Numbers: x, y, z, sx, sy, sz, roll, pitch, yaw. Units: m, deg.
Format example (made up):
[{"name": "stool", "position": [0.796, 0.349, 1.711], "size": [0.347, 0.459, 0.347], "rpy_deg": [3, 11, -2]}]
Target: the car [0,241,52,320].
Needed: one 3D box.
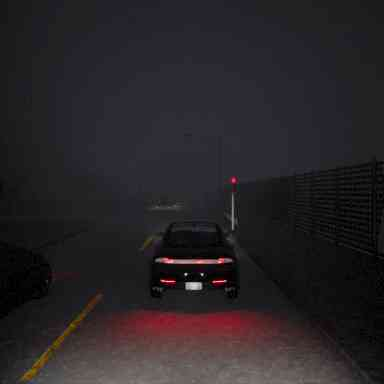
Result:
[{"name": "car", "position": [-4.086, 1.564, 5.667], "size": [1.994, 1.385, 4.181], "rpy_deg": [0, 0, 0]}]

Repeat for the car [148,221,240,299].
[{"name": "car", "position": [0.057, 1.492, 8.462], "size": [2.128, 1.511, 4.902], "rpy_deg": [0, 0, 1]}]

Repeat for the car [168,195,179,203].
[{"name": "car", "position": [-3.923, 1.478, 71.103], "size": [1.882, 1.535, 5.008], "rpy_deg": [0, 0, 0]}]

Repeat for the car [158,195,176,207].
[{"name": "car", "position": [-4.040, 1.352, 51.301], "size": [2.097, 1.767, 4.553], "rpy_deg": [0, 0, 0]}]

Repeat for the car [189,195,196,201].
[{"name": "car", "position": [0.090, 1.595, 88.085], "size": [1.895, 1.301, 4.718], "rpy_deg": [0, 0, 0]}]

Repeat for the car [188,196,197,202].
[{"name": "car", "position": [0.089, 1.596, 73.313], "size": [1.895, 1.301, 4.718], "rpy_deg": [0, 0, 0]}]

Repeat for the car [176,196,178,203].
[{"name": "car", "position": [-4.002, 1.601, 60.668], "size": [1.895, 1.301, 4.718], "rpy_deg": [0, 0, 0]}]
